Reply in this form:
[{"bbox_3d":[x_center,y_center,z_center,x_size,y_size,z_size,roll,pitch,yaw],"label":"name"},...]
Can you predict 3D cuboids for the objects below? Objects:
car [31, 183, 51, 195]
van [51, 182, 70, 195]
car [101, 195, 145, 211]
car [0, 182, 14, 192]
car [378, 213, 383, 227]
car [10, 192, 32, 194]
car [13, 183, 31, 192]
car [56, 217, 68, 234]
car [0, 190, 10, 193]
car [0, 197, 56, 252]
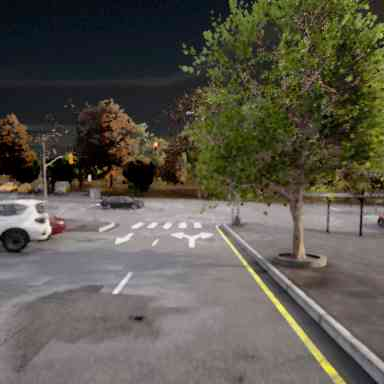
[{"bbox_3d":[-23.291,-0.614,52.465,2.185,1.767,4.553,1,4,-13],"label":"car"},{"bbox_3d":[-20.322,-0.593,52.070,1.878,1.987,4.442,1,4,-14],"label":"van"},{"bbox_3d":[-7.730,1.178,37.506,4.892,1.490,1.837,2,4,4],"label":"car"},{"bbox_3d":[-29.135,-0.715,53.001,1.946,1.575,5.366,1,4,-13],"label":"car"},{"bbox_3d":[19.965,2.653,31.187,2.185,1.767,4.553,0,6,-19],"label":"car"},{"bbox_3d":[-17.814,1.301,33.424,2.163,1.488,4.792,0,6,-15],"label":"car"},{"bbox_3d":[-26.285,-0.625,53.014,1.946,1.575,5.366,1,4,-13],"label":"car"},{"bbox_3d":[-8.719,1.698,16.643,4.674,1.452,2.002,-1,0,-19],"label":"car"},{"bbox_3d":[-20.801,1.117,34.068,1.946,1.575,5.366,0,6,-14],"label":"car"},{"bbox_3d":[-8.775,1.376,13.613,5.566,2.045,2.435,-1,0,-19],"label":"car"}]
